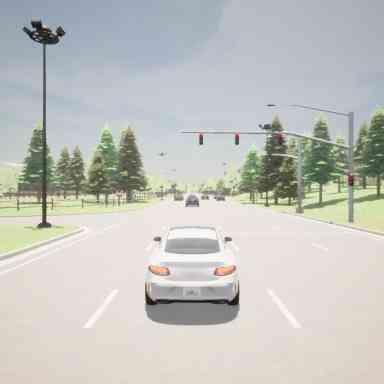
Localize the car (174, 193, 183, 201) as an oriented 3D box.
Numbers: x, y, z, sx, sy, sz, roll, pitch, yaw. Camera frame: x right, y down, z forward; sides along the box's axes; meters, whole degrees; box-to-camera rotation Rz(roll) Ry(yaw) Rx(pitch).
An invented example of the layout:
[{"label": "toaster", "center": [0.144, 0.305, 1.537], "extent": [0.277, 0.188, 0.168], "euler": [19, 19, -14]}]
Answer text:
[{"label": "car", "center": [-3.375, 1.544, 82.842], "extent": [1.994, 1.385, 4.181], "euler": [0, 0, 0]}]

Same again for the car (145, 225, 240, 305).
[{"label": "car", "center": [0.018, 1.526, 7.937], "extent": [1.812, 1.442, 4.674], "euler": [0, 0, 0]}]

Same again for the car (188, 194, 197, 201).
[{"label": "car", "center": [0.125, 1.347, 82.840], "extent": [2.097, 1.767, 4.553], "euler": [0, 0, 0]}]

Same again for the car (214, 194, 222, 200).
[{"label": "car", "center": [7.140, 1.385, 92.862], "extent": [1.994, 1.385, 4.181], "euler": [0, 0, 0]}]

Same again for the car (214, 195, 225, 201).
[{"label": "car", "center": [7.124, 1.517, 82.442], "extent": [2.128, 1.511, 4.902], "euler": [0, 0, 0]}]

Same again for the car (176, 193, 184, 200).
[{"label": "car", "center": [-3.360, 1.187, 92.848], "extent": [2.097, 1.767, 4.553], "euler": [0, 0, 0]}]

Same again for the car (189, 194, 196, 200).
[{"label": "car", "center": [0.140, 1.332, 92.873], "extent": [1.837, 1.490, 4.892], "euler": [0, 0, 0]}]

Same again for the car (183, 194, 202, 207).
[{"label": "car", "center": [0.078, 1.352, 51.810], "extent": [2.097, 1.767, 4.553], "euler": [0, 0, 0]}]

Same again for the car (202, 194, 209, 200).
[{"label": "car", "center": [3.640, 1.355, 93.251], "extent": [2.097, 1.767, 4.553], "euler": [0, 0, 0]}]
